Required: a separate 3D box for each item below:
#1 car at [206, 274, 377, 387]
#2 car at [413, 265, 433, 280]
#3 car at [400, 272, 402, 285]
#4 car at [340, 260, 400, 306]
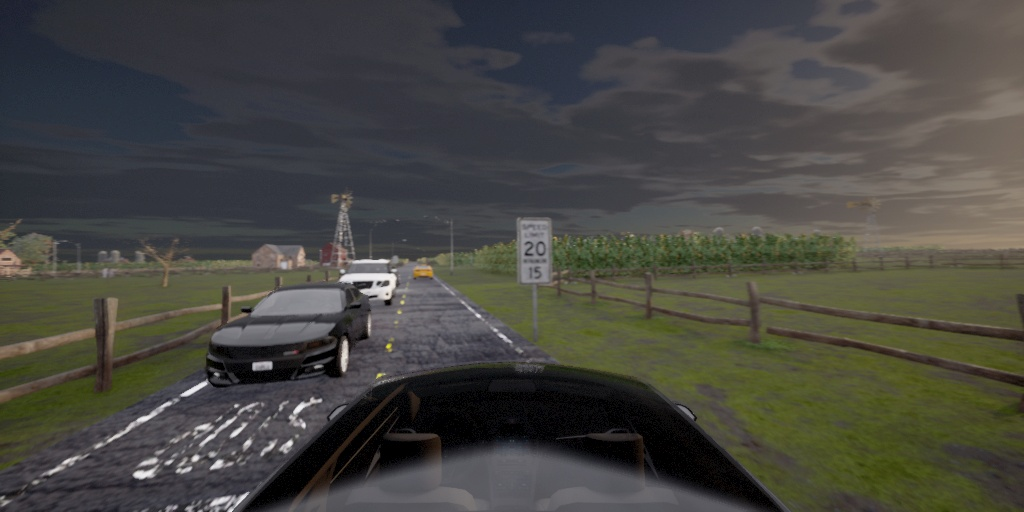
[{"bbox_3d":[-4.172,1.323,7.514,1.882,1.535,5.008,0,-1,-15],"label":"car"},{"bbox_3d":[-9.495,1.701,38.303,1.882,1.535,5.008,0,-1,-14],"label":"car"},{"bbox_3d":[-9.517,1.609,27.341,1.837,1.490,4.892,0,-1,-15],"label":"car"},{"bbox_3d":[-6.780,1.193,17.229,2.150,2.045,5.566,0,-1,-15],"label":"car"}]
